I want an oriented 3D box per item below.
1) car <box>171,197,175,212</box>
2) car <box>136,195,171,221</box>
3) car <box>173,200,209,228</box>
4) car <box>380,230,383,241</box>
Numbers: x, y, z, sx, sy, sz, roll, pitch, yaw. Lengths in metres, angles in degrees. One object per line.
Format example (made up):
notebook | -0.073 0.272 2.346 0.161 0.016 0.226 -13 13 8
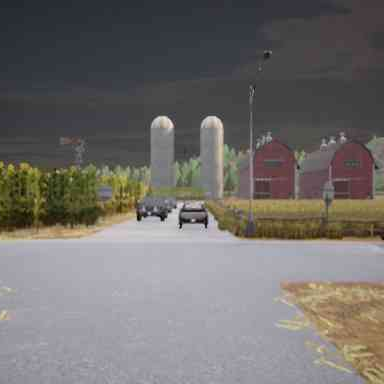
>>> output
car | -3.217 1.653 37.496 1.812 1.442 4.674 0 0 0
car | -3.212 1.281 27.740 2.150 2.045 5.566 0 0 0
car | 0.086 1.506 22.326 2.128 1.511 4.902 0 0 0
car | 11.037 1.711 14.018 5.357 1.411 2.033 0 0 0
